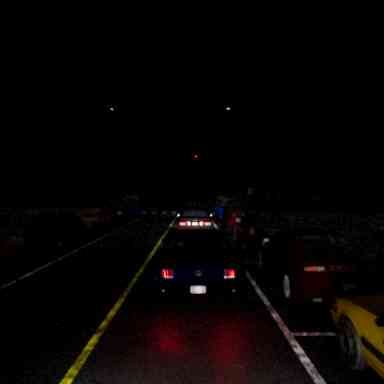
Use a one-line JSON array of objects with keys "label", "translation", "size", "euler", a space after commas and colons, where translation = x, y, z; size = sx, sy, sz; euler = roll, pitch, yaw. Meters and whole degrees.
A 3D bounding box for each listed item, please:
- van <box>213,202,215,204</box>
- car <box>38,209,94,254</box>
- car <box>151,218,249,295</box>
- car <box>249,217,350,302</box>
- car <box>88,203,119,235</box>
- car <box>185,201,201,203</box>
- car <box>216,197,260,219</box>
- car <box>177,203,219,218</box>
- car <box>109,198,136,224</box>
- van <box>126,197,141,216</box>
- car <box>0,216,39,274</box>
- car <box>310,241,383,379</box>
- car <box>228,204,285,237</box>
[{"label": "van", "translation": [2.858, 1.369, 29.857], "size": [1.690, 1.788, 3.998], "euler": [0, 0, 0]}, {"label": "car", "translation": [-5.720, 1.577, 13.572], "size": [1.947, 1.339, 4.313], "euler": [0, 0, 0]}, {"label": "car", "translation": [0.129, 1.608, 8.664], "size": [1.895, 1.301, 4.718], "euler": [0, 0, 0]}, {"label": "car", "translation": [2.787, 1.551, 8.107], "size": [1.887, 1.381, 4.507], "euler": [0, 0, 0]}, {"label": "car", "translation": [-5.703, 1.542, 18.840], "size": [1.752, 1.417, 4.829], "euler": [0, 0, 0]}, {"label": "car", "translation": [0.090, 1.504, 28.118], "size": [1.882, 1.535, 5.008], "euler": [0, 0, 0]}, {"label": "car", "translation": [2.822, 1.332, 18.982], "size": [2.192, 1.841, 5.009], "euler": [0, 0, 0]}, {"label": "car", "translation": [0.157, 1.564, 18.240], "size": [2.033, 1.411, 5.357], "euler": [0, 0, 0]}, {"label": "car", "translation": [-5.685, 1.463, 24.448], "size": [1.967, 1.590, 4.097], "euler": [0, 0, 0]}, {"label": "van", "translation": [-5.667, 1.369, 29.886], "size": [1.690, 1.788, 3.998], "euler": [0, 0, 0]}, {"label": "car", "translation": [-5.739, 1.532, 7.965], "size": [1.752, 1.417, 4.829], "euler": [0, 0, 0]}, {"label": "car", "translation": [2.770, 1.528, 2.839], "size": [1.752, 1.417, 4.829], "euler": [0, 0, 0]}, {"label": "car", "translation": [2.805, 1.452, 13.544], "size": [1.967, 1.590, 4.097], "euler": [0, 0, 0]}]
